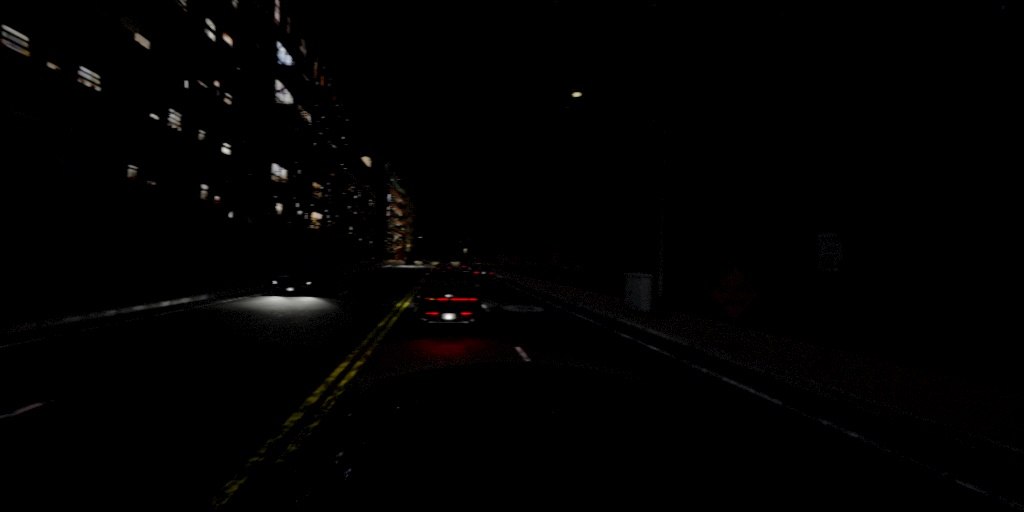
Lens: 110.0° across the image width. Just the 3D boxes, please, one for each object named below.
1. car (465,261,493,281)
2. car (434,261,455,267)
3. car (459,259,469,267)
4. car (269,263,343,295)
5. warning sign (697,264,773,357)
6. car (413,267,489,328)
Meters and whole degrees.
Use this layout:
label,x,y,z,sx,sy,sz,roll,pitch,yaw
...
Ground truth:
label,x,y,z,sx,sy,sz,roll,pitch,yaw
car,-2.829,1.470,32.570,2.033,1.411,5.357,2,0,-10
car,-6.758,1.287,35.957,1.882,1.535,5.008,2,0,-11
car,-5.903,1.514,48.693,1.994,1.385,4.181,2,0,-10
car,-10.174,1.079,18.303,2.033,1.411,5.357,2,0,-11
warning sign,4.752,1.092,7.715,1.300,1.860,1.060,0,0,-11
car,-2.028,1.269,11.361,1.837,1.490,4.892,2,-1,-11
